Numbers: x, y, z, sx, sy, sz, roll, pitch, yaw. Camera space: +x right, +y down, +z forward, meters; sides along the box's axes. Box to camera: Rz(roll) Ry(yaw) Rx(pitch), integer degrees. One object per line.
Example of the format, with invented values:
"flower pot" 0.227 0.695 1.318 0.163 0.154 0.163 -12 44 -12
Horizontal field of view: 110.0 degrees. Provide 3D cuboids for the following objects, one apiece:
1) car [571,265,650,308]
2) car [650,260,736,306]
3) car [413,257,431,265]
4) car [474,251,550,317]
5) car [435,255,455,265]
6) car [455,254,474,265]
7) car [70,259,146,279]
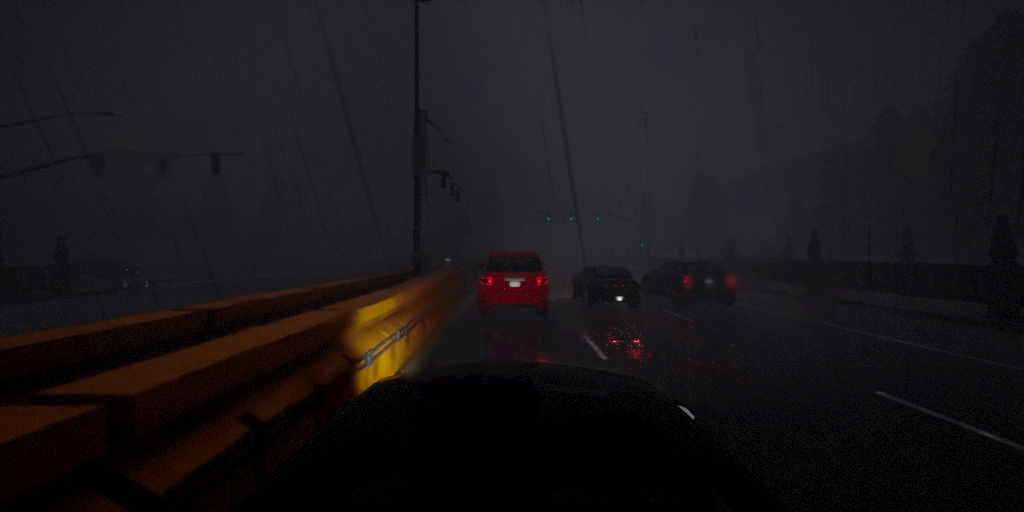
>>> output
"car" 3.600 1.111 14.370 1.837 1.490 4.892 0 1 0
"car" 7.101 0.949 14.945 2.097 1.767 4.553 0 1 0
"car" -14.012 0.632 55.852 1.837 1.490 4.892 0 0 0
"car" -0.001 0.846 12.734 2.150 2.045 5.566 0 1 -2
"car" -10.515 0.682 55.193 2.033 1.411 5.357 0 1 0
"car" -7.018 0.624 55.498 2.128 1.511 4.902 0 1 0
"car" -30.855 0.957 27.262 4.892 1.490 1.837 1 1 0
